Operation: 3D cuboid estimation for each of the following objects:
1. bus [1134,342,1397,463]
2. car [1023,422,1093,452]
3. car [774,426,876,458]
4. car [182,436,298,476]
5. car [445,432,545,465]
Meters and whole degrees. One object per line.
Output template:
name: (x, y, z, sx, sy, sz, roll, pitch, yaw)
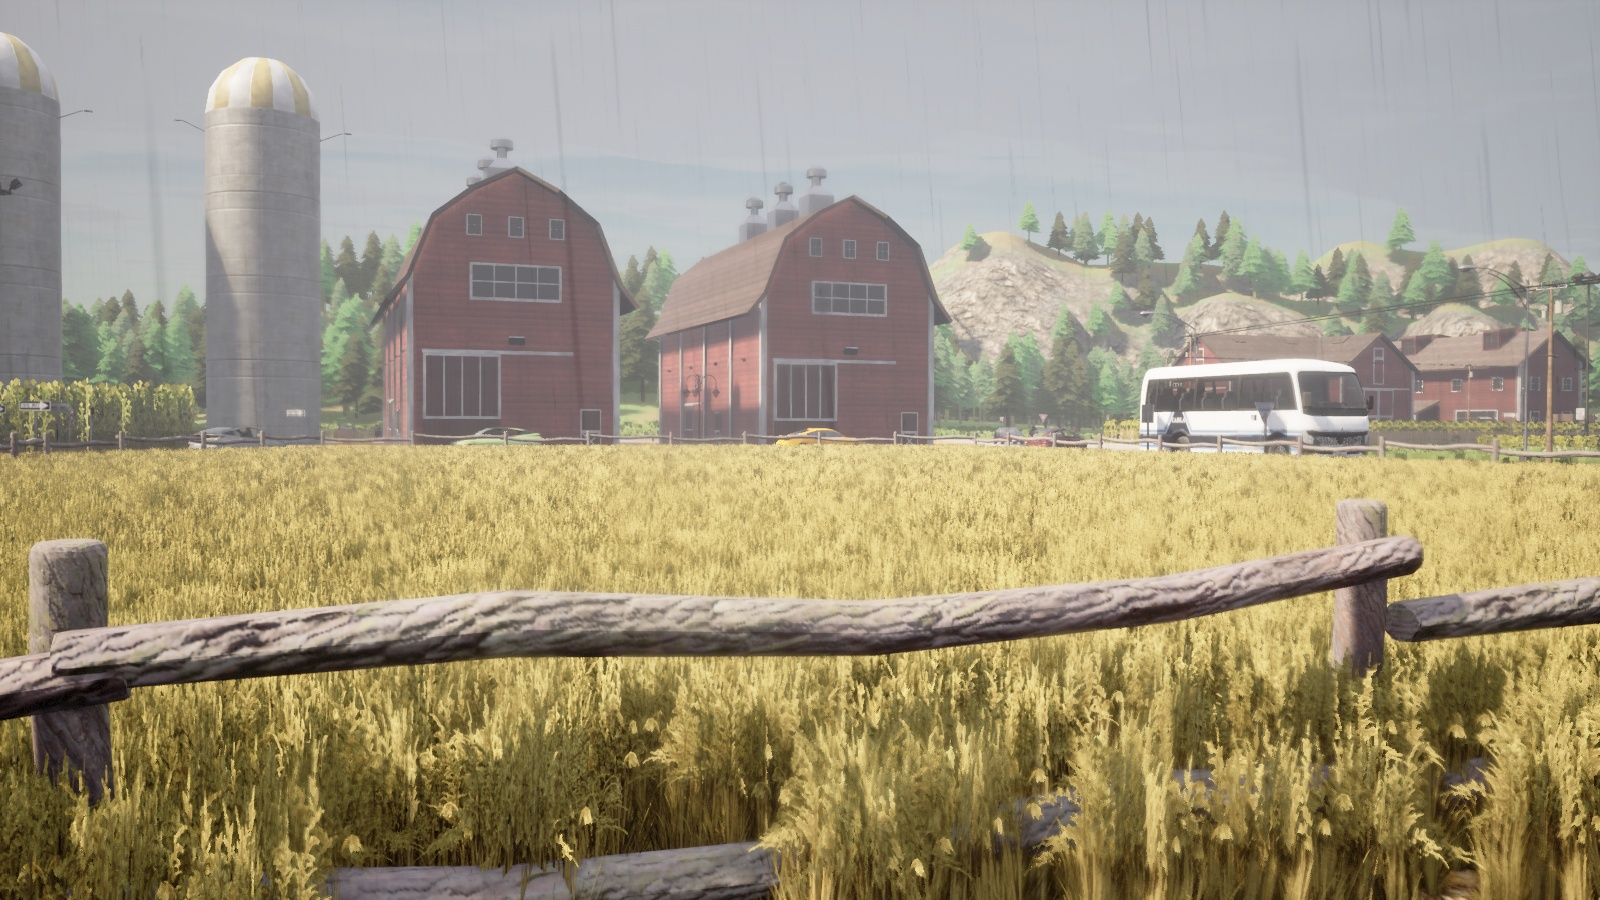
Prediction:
bus: (18.037, -1.767, 49.780, 3.944, 4.253, 10.273, -1, 1, -21)
car: (14.152, -0.721, 68.863, 3.705, 1.549, 1.789, -2, 2, -38)
car: (1.294, -0.425, 66.138, 5.008, 1.535, 1.882, -1, 1, -21)
car: (-23.462, 0.236, 52.823, 2.007, 1.525, 4.514, -1, 1, 16)
car: (-15.234, -0.096, 62.659, 4.514, 1.525, 2.007, -2, 1, -24)
